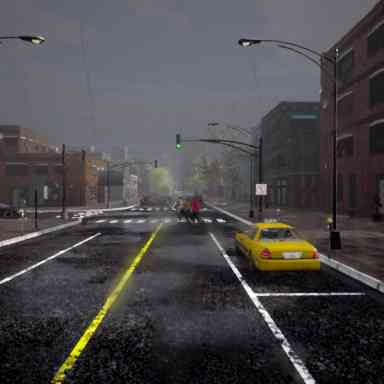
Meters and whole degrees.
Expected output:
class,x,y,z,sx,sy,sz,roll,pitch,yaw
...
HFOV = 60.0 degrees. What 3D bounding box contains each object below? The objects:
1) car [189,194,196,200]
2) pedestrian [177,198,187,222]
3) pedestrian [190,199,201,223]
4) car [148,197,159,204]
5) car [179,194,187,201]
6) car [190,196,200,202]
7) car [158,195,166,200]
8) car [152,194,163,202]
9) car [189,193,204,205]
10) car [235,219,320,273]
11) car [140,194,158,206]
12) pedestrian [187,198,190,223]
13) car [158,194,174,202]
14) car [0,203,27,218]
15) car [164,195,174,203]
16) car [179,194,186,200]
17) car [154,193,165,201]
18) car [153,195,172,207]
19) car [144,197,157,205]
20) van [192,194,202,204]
class,x,y,z,sx,sy,sz,roll,pitch,yaw
car,0.159,1.419,92.701,1.967,1.590,4.097,-1,0,-2
pedestrian,-0.728,1.291,24.323,0.375,1.860,0.375,-1,1,-2
pedestrian,0.230,1.290,23.610,0.375,1.860,0.375,-1,1,-2
car,-7.460,1.569,64.763,1.802,1.307,4.206,-1,0,-2
car,-2.178,1.504,79.813,2.128,1.511,4.902,0,0,-2
car,0.615,1.535,76.076,2.008,1.369,4.403,-1,0,-2
car,-8.217,1.524,92.472,1.887,1.381,4.507,-1,0,-2
car,-7.766,1.299,75.847,2.192,1.841,5.009,-1,0,-2
car,1.067,1.303,59.450,2.192,1.841,5.009,-1,0,-2
car,2.408,1.524,10.501,1.752,1.417,4.829,-1,0,-2
car,-7.158,1.304,53.679,2.192,1.841,5.009,-1,0,-2
pedestrian,-0.215,1.290,24.940,0.375,1.860,0.375,-1,1,-2
car,-4.731,1.465,61.000,1.882,1.535,5.008,0,0,-1
car,-19.069,1.794,32.367,5.357,1.411,2.033,-1,1,-2
car,-4.975,1.510,72.332,2.128,1.511,4.902,0,0,-2
car,-2.461,1.354,90.225,1.882,1.535,5.008,0,0,-2
car,-7.916,1.297,81.389,2.192,1.841,5.009,-1,0,-2
car,-4.490,1.554,51.203,1.994,1.385,4.181,0,0,-2
car,-7.308,1.533,59.221,1.887,1.381,4.507,-1,0,-2
van,0.916,1.328,64.992,1.690,1.788,3.998,-1,0,-2
